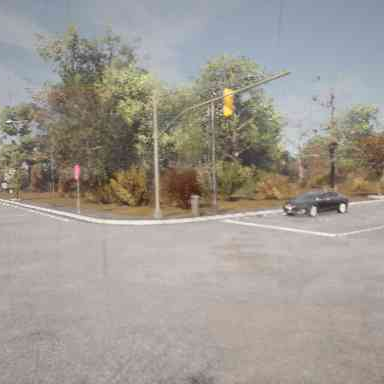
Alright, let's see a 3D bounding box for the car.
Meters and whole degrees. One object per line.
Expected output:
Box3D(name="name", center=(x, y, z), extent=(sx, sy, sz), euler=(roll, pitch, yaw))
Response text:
Box3D(name="car", center=(7.715, 0.649, 20.669), extent=(4.892, 1.490, 1.837), euler=(-3, 2, -33))
